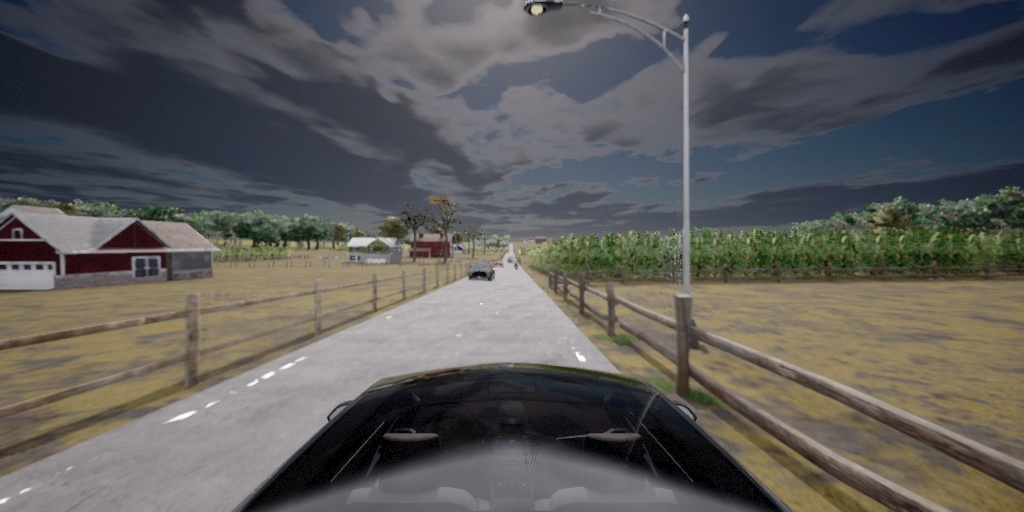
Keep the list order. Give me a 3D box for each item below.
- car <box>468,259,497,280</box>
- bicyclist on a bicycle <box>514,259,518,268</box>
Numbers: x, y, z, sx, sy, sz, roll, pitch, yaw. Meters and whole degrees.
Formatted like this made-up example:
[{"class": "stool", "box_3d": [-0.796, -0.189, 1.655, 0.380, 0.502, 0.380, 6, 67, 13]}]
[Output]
[{"class": "car", "box_3d": [-2.849, 1.282, 33.543, 2.097, 1.767, 4.553, 0, 0, 0]}, {"class": "bicyclist on a bicycle", "box_3d": [0.745, 1.464, 62.430, 0.866, 1.612, 1.509, 0, 0, 0]}]
